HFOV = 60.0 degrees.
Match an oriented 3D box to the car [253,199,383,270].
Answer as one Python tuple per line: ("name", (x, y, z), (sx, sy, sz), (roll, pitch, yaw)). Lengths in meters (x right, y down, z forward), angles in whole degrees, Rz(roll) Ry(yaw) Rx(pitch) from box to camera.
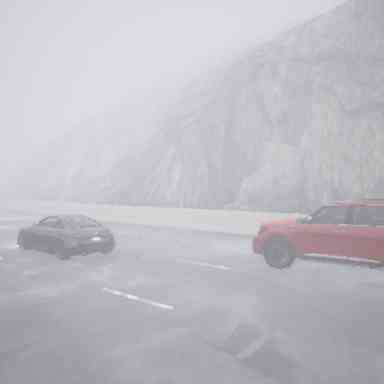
("car", (4.502, 1.211, 9.322), (5.566, 2.045, 2.150), (0, 0, 38))

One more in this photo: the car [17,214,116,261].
("car", (-4.691, 1.513, 12.244), (4.181, 1.385, 1.994), (0, 0, 40))
